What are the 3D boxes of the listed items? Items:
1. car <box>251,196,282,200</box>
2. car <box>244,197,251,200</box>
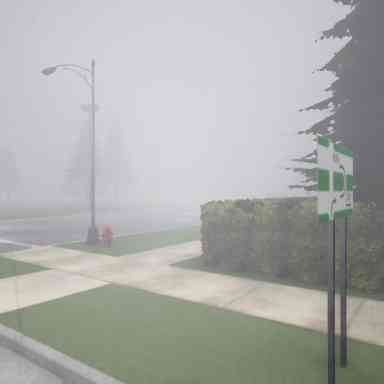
[{"bbox_3d":[10.183,1.526,45.271,1.812,1.442,4.674,0,0,36],"label":"car"},{"bbox_3d":[10.548,1.547,57.644,2.033,1.411,5.357,0,0,38],"label":"car"}]
